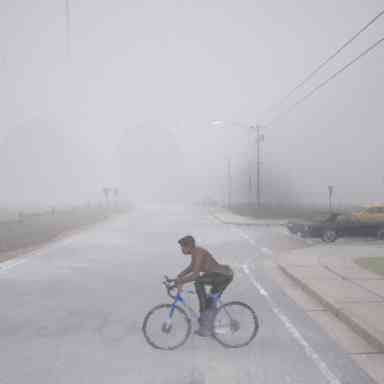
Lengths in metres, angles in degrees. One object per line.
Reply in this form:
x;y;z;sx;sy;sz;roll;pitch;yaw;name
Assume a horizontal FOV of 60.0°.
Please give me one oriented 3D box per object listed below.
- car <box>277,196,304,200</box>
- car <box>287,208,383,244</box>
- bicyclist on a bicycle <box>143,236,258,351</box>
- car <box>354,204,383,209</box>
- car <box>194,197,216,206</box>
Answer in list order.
17.738;1.475;59.515;5.008;1.535;1.882;0;0;-3;car
7.017;1.600;15.585;4.718;1.301;1.895;0;0;-15;car
0.112;1.444;4.727;1.656;1.620;0.582;-2;0;-1;bicyclist on a bicycle
10.241;1.477;19.342;5.008;1.535;1.882;0;0;-2;car
2.049;1.490;52.826;1.812;1.442;4.674;0;0;34;car
